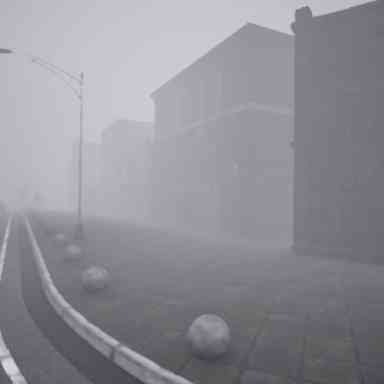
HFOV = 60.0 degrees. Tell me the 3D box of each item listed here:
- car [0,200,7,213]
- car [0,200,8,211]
[{"bbox_3d":[-22.888,1.705,38.750,1.994,1.385,4.181,1,-2,-28],"label":"car"},{"bbox_3d":[-27.584,1.894,47.582,2.128,1.511,4.902,1,-1,-28],"label":"car"}]
